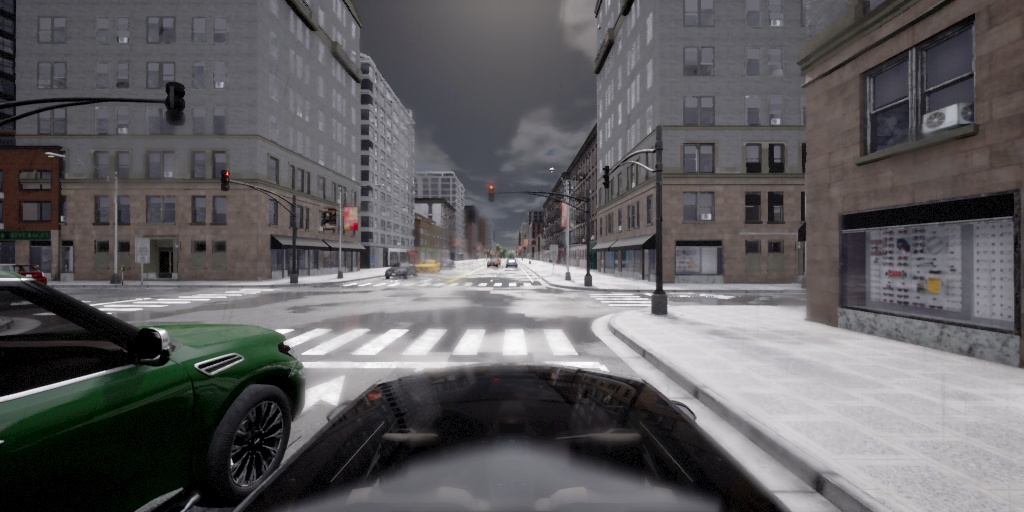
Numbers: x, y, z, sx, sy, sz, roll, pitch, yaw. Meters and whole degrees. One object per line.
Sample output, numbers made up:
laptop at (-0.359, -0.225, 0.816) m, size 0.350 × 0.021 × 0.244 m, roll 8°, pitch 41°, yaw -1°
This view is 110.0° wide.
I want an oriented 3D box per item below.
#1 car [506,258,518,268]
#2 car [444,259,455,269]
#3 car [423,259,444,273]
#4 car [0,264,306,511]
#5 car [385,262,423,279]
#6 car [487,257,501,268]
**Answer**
car at (-0.052, 1.305, 61.865) m, size 1.994 × 1.385 × 4.181 m, roll 0°, pitch 0°, yaw 0°
car at (-9.880, 1.234, 54.961) m, size 2.128 × 1.511 × 4.902 m, roll 0°, pitch 0°, yaw 0°
car at (-9.877, 1.226, 42.694) m, size 1.882 × 1.535 × 5.008 m, roll 0°, pitch 0°, yaw 0°
car at (-3.148, 0.971, 1.232) m, size 2.150 × 2.045 × 5.566 m, roll 0°, pitch 0°, yaw 0°
car at (-9.871, 1.276, 32.444) m, size 1.812 × 1.442 × 4.674 m, roll 0°, pitch 0°, yaw 2°
car at (-3.302, 1.342, 61.892) m, size 1.895 × 1.301 × 4.718 m, roll 0°, pitch 0°, yaw 0°
